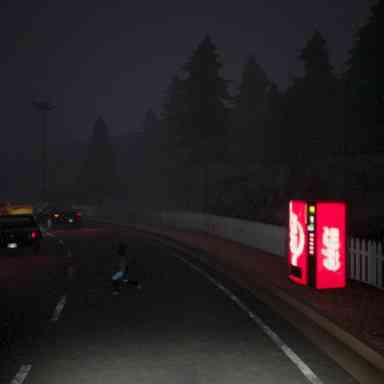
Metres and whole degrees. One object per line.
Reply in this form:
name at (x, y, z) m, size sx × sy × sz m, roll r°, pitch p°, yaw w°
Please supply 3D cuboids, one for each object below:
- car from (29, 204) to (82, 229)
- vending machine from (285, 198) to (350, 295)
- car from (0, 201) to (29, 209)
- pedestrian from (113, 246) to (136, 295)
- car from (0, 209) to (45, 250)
car at (-8.684, 1.523, 21.440) m, size 1.812 × 1.442 × 4.674 m, roll 0°, pitch 0°, yaw -41°
vending machine at (2.909, 1.194, 7.783) m, size 1.100 × 2.100 × 0.880 m, roll 0°, pitch 0°, yaw -13°
car at (-15.180, 1.473, 27.933) m, size 5.008 × 1.535 × 1.882 m, roll 0°, pitch 0°, yaw 40°
pedestrian at (-1.504, 1.293, 7.419) m, size 0.375 × 1.860 × 0.375 m, roll 0°, pitch 0°, yaw -14°
car at (-7.381, 1.599, 13.739) m, size 1.895 × 1.301 × 4.718 m, roll 0°, pitch 0°, yaw -28°
